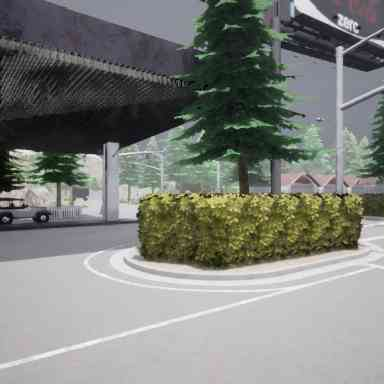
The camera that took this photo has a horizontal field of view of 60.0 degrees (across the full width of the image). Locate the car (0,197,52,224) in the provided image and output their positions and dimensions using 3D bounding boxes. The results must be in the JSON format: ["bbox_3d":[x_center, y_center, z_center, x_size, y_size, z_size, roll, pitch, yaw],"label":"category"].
[{"bbox_3d":[-12.063,1.313,23.418,3.866,1.878,1.905,0,0,-36],"label":"car"}]
